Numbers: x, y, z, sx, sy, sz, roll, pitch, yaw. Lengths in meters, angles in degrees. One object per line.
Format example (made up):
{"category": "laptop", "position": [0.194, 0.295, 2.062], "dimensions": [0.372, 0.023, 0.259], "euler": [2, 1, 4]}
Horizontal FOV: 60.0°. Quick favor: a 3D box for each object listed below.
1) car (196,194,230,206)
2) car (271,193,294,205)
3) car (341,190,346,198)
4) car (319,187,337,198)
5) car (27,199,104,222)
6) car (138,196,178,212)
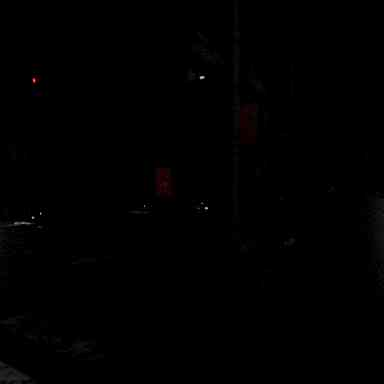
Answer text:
{"category": "car", "position": [2.720, 0.896, 40.711], "dimensions": [2.033, 1.411, 5.357], "euler": [0, 1, 36]}
{"category": "car", "position": [11.020, 0.840, 40.924], "dimensions": [1.994, 1.385, 4.181], "euler": [0, 1, 35]}
{"category": "car", "position": [28.278, 0.379, 59.977], "dimensions": [1.837, 1.490, 4.892], "euler": [0, 1, 34]}
{"category": "car", "position": [25.027, 0.106, 61.006], "dimensions": [2.150, 2.045, 5.566], "euler": [0, 1, 35]}
{"category": "car", "position": [-8.935, 1.249, 24.030], "dimensions": [2.033, 1.411, 5.357], "euler": [0, 1, 35]}
{"category": "car", "position": [-3.227, 1.090, 32.197], "dimensions": [1.994, 1.385, 4.181], "euler": [0, 1, 35]}
